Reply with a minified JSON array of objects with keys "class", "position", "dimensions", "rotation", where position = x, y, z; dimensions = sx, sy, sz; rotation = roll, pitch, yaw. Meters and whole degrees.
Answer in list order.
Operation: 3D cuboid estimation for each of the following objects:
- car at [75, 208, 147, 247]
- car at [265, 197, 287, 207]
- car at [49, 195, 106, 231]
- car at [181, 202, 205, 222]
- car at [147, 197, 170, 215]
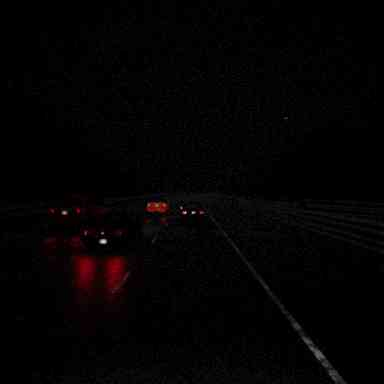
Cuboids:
[{"class":"car","position":[-3.404,1.595,14.976],"dimensions":[1.895,1.301,4.718],"rotation":[0,0,0]},{"class":"car","position":[10.763,1.489,44.011],"dimensions":[2.033,1.649,4.856],"rotation":[0,0,-12]},{"class":"car","position":[-6.913,1.212,20.736],"dimensions":[2.150,2.045,5.566],"rotation":[0,0,0]},{"class":"car","position":[0.087,1.537,26.528],"dimensions":[2.033,1.411,5.357],"rotation":[0,0,0]},{"class":"car","position":[-3.415,1.339,34.343],"dimensions":[2.097,1.767,4.553],"rotation":[0,0,0]}]
